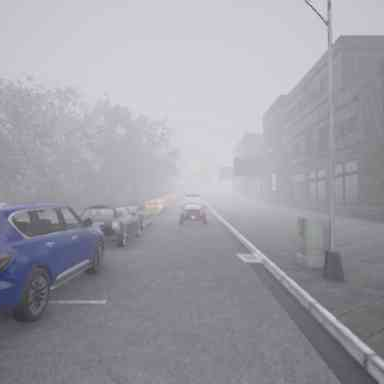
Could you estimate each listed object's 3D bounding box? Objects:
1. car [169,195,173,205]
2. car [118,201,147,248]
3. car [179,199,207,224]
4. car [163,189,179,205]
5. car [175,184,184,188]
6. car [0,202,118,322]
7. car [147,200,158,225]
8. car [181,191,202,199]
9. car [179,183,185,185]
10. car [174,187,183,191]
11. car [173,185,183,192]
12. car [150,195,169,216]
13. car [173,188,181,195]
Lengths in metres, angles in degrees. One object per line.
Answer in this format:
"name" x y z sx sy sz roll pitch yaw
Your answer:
"car" -3.682 1.398 37.990 2.002 1.452 4.674 0 0 2
"car" -3.665 1.329 15.001 2.185 1.767 4.553 0 1 2
"car" 0.080 1.467 23.958 1.812 1.442 4.674 0 0 0
"car" -3.670 0.975 51.245 2.185 1.767 4.553 2 2 2
"car" -3.720 -0.382 79.106 2.185 1.767 4.553 0 4 2
"car" -3.656 1.215 7.347 2.435 2.045 5.566 0 0 2
"car" -3.679 1.494 20.606 2.163 1.488 4.792 -1 1 2
"car" 0.066 1.056 41.185 2.150 2.045 5.566 0 0 0
"car" -3.725 -0.737 84.666 2.185 1.767 4.553 0 4 2
"car" -3.690 0.413 67.996 2.231 1.521 4.892 1 3 2
"car" -3.728 -0.969 90.259 2.231 1.521 4.892 0 4 2
"car" -3.670 1.391 31.853 1.946 1.575 5.366 0 1 2
"car" -3.682 0.678 62.263 1.946 1.575 5.366 1 3 2
